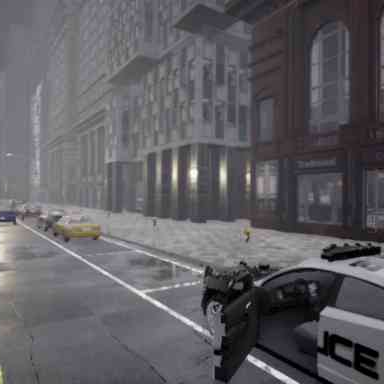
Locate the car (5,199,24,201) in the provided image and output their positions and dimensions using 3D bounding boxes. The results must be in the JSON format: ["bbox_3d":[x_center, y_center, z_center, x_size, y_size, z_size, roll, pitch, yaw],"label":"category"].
[{"bbox_3d":[-21.682,1.791,41.168,2.192,1.841,5.009,1,-1,-33],"label":"car"}]

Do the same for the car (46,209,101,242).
[{"bbox_3d":[-6.287,1.760,17.766,1.752,1.417,4.829,1,-1,-33],"label":"car"}]

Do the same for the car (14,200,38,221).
[{"bbox_3d":[-15.487,1.819,31.749,1.967,1.590,4.097,1,-1,-33],"label":"car"}]

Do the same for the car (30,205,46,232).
[{"bbox_3d":[-9.292,1.833,22.331,2.008,1.369,4.403,1,-1,-33],"label":"car"}]

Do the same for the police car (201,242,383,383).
[{"bbox_3d":[1.989,1.519,4.474,1.930,1.638,5.238,1,-1,-33],"label":"police car"}]

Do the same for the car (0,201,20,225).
[{"bbox_3d":[-15.119,1.773,26.310,1.882,1.535,5.008,1,-1,-33],"label":"car"}]

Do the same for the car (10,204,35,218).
[{"bbox_3d":[-18.586,1.993,36.456,1.947,1.339,4.313,1,-1,-33],"label":"car"}]
